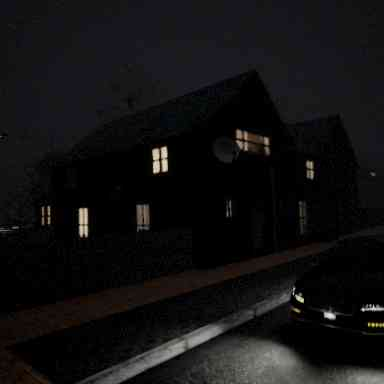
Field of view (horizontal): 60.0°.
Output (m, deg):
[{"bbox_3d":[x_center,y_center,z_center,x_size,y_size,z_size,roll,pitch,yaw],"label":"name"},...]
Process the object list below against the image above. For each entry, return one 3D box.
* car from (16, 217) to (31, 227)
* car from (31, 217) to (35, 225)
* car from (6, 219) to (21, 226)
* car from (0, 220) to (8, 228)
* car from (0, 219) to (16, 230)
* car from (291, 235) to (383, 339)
[{"bbox_3d":[-33.333,6.013,64.450,1.994,1.385,4.181,-1,-3,-14],"label":"car"},{"bbox_3d":[-35.838,6.392,74.453,2.097,1.767,4.553,-1,-3,-14],"label":"car"},{"bbox_3d":[-38.581,6.552,72.057,1.994,1.385,4.181,-1,-3,-14],"label":"car"},{"bbox_3d":[-36.087,5.976,62.071,1.994,1.385,4.181,-1,-3,-14],"label":"car"},{"bbox_3d":[-30.967,5.421,54.772,1.812,1.442,4.674,-1,-3,-14],"label":"car"},{"bbox_3d":[3.836,1.747,7.093,1.837,1.490,4.892,-5,-4,43],"label":"car"}]
